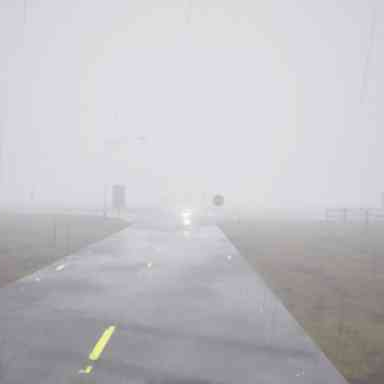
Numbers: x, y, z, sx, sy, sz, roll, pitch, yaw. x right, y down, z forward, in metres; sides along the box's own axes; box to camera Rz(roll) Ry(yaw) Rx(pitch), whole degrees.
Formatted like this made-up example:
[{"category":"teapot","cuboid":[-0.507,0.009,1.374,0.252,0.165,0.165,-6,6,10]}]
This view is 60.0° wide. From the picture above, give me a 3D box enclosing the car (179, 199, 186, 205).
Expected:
[{"category":"car","cuboid":[-2.459,2.674,88.077,1.837,1.490,4.892,0,-1,0]}]
